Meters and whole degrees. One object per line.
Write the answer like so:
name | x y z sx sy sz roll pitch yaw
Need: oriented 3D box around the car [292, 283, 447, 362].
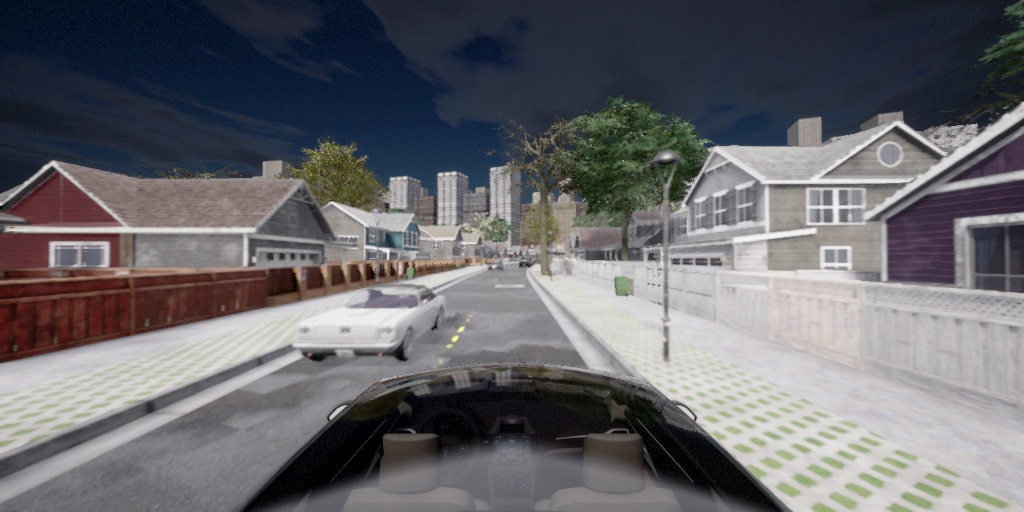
car | -2.853 1.352 8.329 1.895 1.301 4.718 0 0 0

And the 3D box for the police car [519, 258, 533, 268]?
police car | 2.207 1.224 62.499 1.930 1.638 5.238 0 0 4

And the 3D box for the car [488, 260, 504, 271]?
car | -2.212 1.277 49.722 2.128 1.511 4.902 0 0 3
